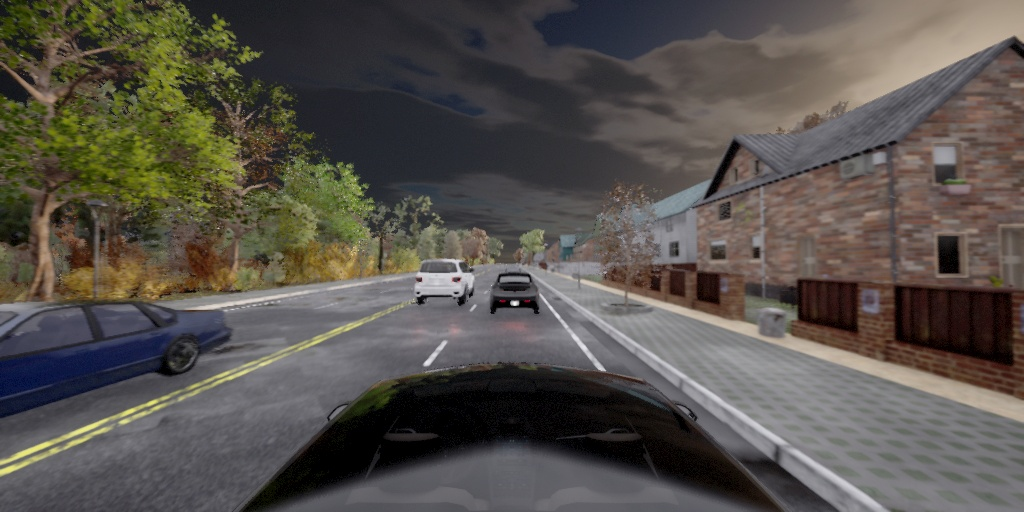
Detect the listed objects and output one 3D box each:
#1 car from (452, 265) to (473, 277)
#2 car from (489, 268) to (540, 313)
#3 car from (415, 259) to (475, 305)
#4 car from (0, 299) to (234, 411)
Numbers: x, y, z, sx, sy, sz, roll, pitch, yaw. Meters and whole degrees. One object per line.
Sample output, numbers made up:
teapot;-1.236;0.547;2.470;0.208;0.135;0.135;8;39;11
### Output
car;-6.499;1.977;47.508;2.033;1.411;5.357;0;-1;0
car;0.100;1.431;14.915;1.837;1.490;4.892;0;-1;0
car;-3.150;1.187;17.692;2.150;2.045;5.566;0;-1;0
car;-6.597;1.340;4.897;2.033;1.411;5.357;0;-1;0
